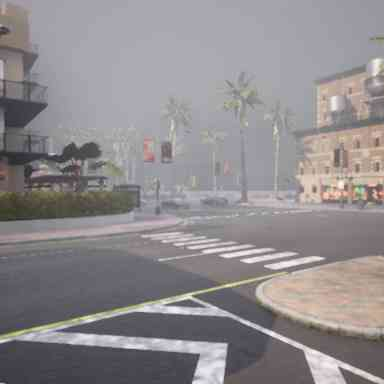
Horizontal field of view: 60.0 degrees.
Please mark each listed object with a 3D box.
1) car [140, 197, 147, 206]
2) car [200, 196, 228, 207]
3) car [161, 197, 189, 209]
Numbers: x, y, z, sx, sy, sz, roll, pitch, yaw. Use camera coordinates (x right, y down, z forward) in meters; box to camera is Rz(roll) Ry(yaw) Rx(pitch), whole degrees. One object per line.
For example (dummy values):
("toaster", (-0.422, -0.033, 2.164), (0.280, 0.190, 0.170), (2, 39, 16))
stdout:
("car", (-8.632, 1.383, 51.312), (1.812, 1.442, 4.674), (0, 0, -35))
("car", (3.058, 1.302, 47.132), (2.128, 1.511, 4.902), (0, 0, -35))
("car", (-2.203, 1.383, 42.116), (1.812, 1.442, 4.674), (0, 0, -35))
